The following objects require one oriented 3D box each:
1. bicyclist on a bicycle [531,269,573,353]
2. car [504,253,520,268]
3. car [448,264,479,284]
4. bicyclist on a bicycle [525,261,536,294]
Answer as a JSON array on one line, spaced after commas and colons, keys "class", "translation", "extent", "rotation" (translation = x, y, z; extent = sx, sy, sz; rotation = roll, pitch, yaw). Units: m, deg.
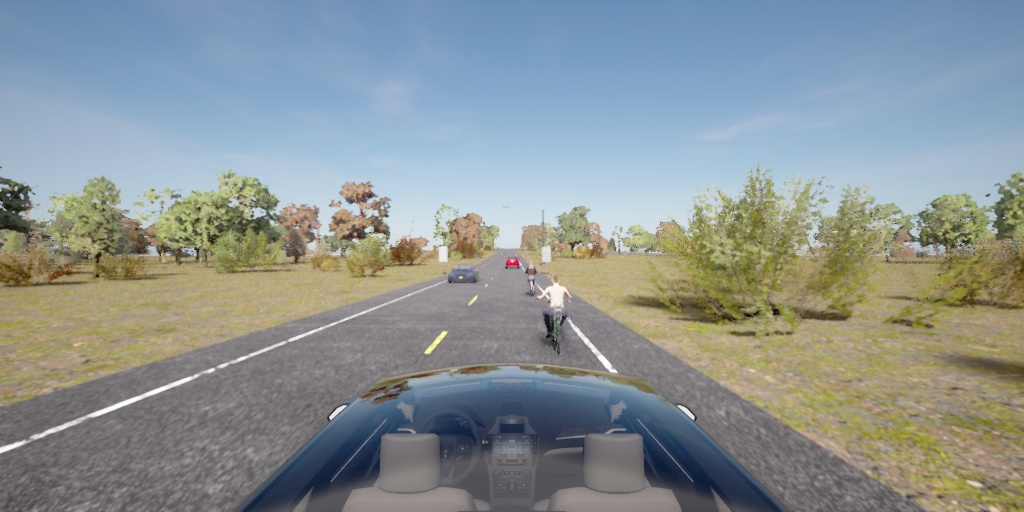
[{"class": "bicyclist on a bicycle", "translation": [0.945, 1.188, 7.837], "extent": [0.866, 1.612, 1.509], "rotation": [0, 0, 0]}, {"class": "car", "translation": [0.089, 0.916, 58.496], "extent": [2.150, 2.045, 5.566], "rotation": [0, 1, 0]}, {"class": "car", "translation": [-3.605, 1.319, 27.188], "extent": [1.994, 1.385, 4.181], "rotation": [0, 0, 0]}, {"class": "bicyclist on a bicycle", "translation": [0.961, 1.124, 18.114], "extent": [0.659, 1.776, 1.843], "rotation": [0, 0, 0]}]
